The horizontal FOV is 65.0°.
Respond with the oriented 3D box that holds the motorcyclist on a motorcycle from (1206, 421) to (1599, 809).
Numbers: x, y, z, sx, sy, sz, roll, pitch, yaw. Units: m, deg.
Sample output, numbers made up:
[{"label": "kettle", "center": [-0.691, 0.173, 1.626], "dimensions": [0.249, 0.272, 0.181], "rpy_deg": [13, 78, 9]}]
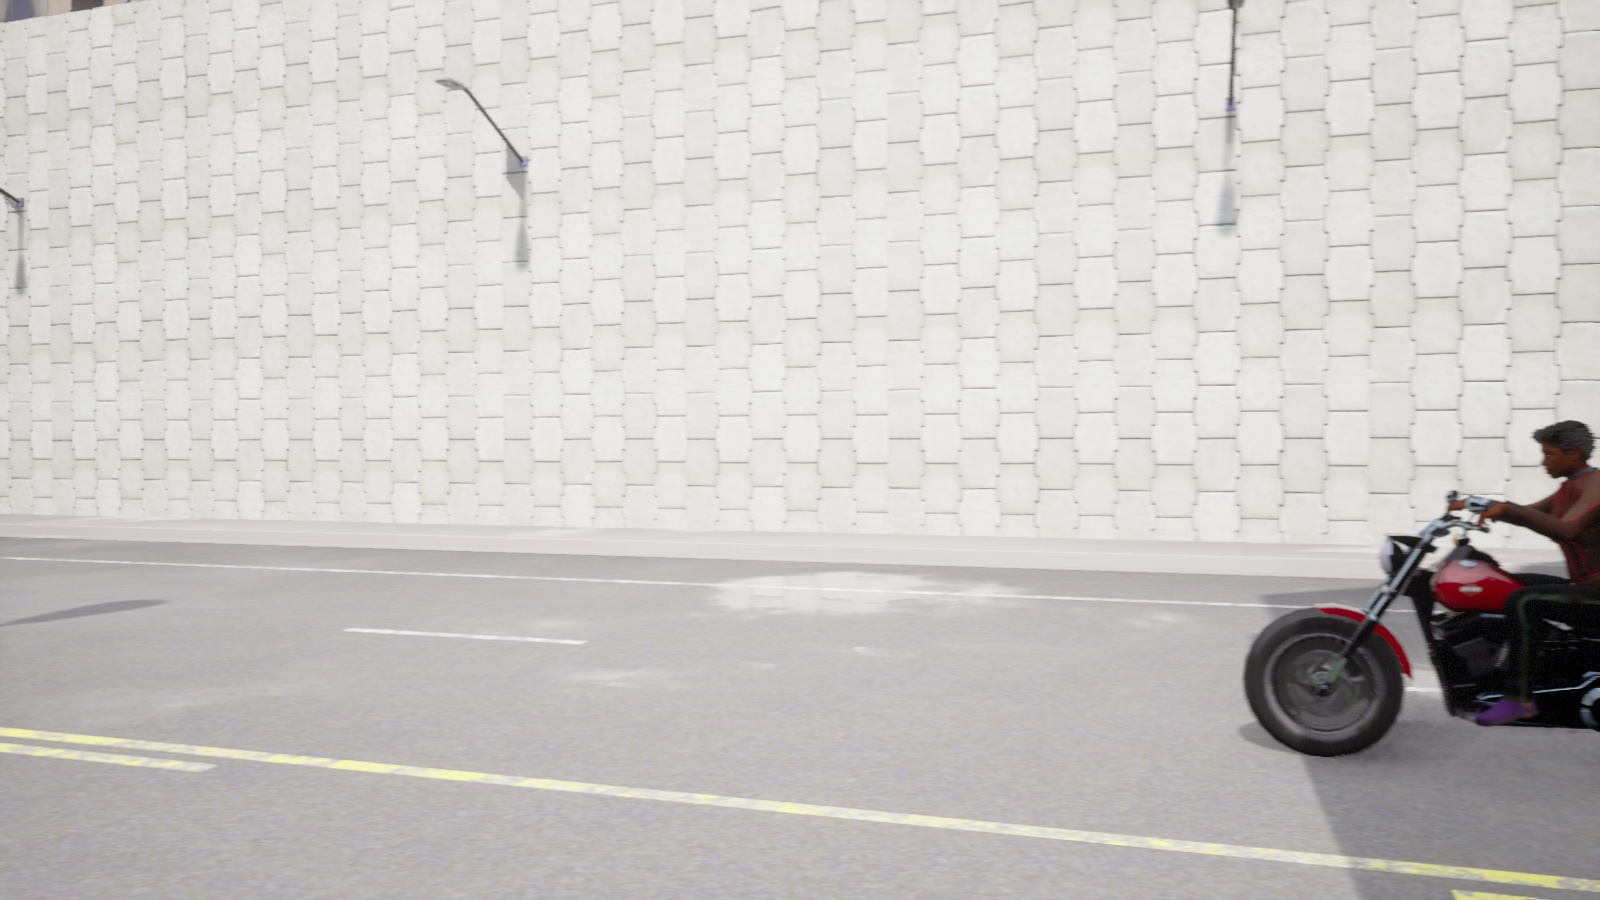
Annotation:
[{"label": "motorcyclist on a motorcycle", "center": [3.128, 0.695, 5.825], "dimensions": [2.350, 1.649, 0.766], "rpy_deg": [0, 1, 19]}]
